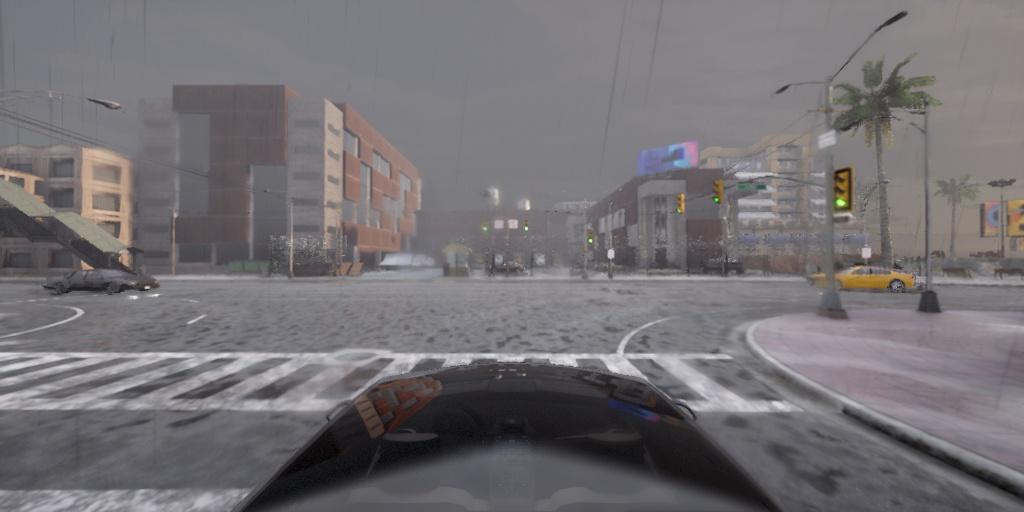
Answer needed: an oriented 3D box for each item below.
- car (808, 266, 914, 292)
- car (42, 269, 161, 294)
[{"bbox_3d":[21.891,1.415,22.712,5.008,1.535,1.882,0,-1,17],"label":"car"},{"bbox_3d":[-24.173,1.482,21.191,5.357,1.411,2.033,0,-1,1],"label":"car"}]
